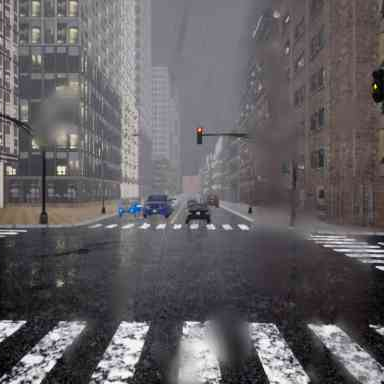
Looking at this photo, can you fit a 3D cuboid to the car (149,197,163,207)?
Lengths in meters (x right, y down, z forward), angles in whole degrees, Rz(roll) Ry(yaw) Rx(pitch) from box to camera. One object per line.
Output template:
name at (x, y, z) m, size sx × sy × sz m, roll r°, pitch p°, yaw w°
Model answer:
car at (-5.641, 1.543, 52.618) m, size 1.752 × 1.417 × 4.829 m, roll 0°, pitch 0°, yaw 0°

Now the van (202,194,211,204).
van at (2.750, 1.366, 63.883) m, size 1.690 × 1.788 × 3.998 m, roll 0°, pitch 0°, yaw 0°

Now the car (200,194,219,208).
car at (2.734, 1.329, 47.231) m, size 2.192 × 1.841 × 5.009 m, roll 0°, pitch 0°, yaw 0°

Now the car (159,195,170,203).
car at (-5.625, 1.469, 69.440) m, size 1.967 × 1.590 × 4.097 m, roll 0°, pitch 0°, yaw 0°

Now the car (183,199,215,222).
car at (0.338, 1.551, 25.962) m, size 2.033 × 1.411 × 5.357 m, roll 0°, pitch 0°, yaw -2°

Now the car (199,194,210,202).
car at (2.760, 1.348, 74.985) m, size 2.192 × 1.841 × 5.009 m, roll 0°, pitch 0°, yaw 0°

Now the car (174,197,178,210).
car at (-3.059, 1.611, 39.963) m, size 1.895 × 1.301 × 4.718 m, roll 0°, pitch 0°, yaw 0°

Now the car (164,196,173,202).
car at (-5.614, 1.589, 80.543) m, size 2.008 × 1.369 × 4.403 m, roll 0°, pitch 0°, yaw 0°

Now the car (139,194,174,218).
car at (-3.079, 1.227, 30.254) m, size 2.150 × 2.045 × 5.566 m, roll 0°, pitch 0°, yaw 0°

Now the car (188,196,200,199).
car at (0.061, 1.623, 60.104) m, size 1.895 × 1.301 × 4.718 m, roll 0°, pitch 0°, yaw 0°

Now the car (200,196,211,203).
car at (2.756, 1.580, 69.433) m, size 2.008 × 1.369 × 4.403 m, roll 0°, pitch 0°, yaw 0°

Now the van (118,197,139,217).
van at (-5.661, 1.347, 30.584) m, size 1.690 × 1.788 × 3.998 m, roll 0°, pitch 0°, yaw 0°
